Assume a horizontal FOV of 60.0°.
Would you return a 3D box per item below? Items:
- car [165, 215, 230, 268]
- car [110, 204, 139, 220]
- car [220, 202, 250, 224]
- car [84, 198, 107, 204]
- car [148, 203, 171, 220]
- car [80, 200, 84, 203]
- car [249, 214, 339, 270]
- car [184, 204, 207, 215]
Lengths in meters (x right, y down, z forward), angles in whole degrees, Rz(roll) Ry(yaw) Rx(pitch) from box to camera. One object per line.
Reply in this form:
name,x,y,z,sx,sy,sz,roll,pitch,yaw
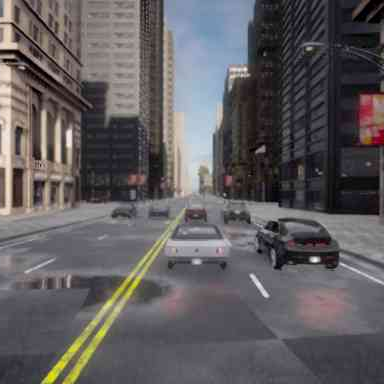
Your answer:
car,0.171,1.723,11.698,1.895,1.301,4.718,0,-1,1
car,-6.334,1.847,32.028,2.033,1.411,5.357,0,-1,0
car,3.568,1.656,27.923,2.097,1.767,4.553,0,-1,1
car,-22.108,2.098,77.720,4.507,1.381,1.887,1,0,0
car,-3.077,1.795,32.338,1.882,1.535,5.008,0,-1,1
car,-27.563,2.009,77.736,4.829,1.417,1.752,1,0,0
car,3.419,1.641,11.576,1.837,1.490,4.892,0,-1,1
car,0.339,1.786,29.843,1.882,1.535,5.008,0,-1,1
